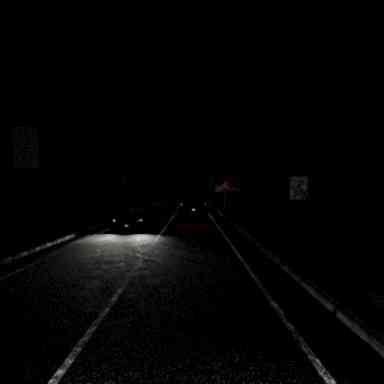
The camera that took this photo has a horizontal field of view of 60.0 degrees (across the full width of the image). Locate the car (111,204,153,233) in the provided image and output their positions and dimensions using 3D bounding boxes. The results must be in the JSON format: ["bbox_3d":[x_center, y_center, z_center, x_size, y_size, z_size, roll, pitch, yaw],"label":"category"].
[{"bbox_3d":[-3.358,1.450,19.387,1.812,1.442,4.674,0,0,0],"label":"car"}]

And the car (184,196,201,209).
[{"bbox_3d":[0.108,1.244,41.356,1.994,1.385,4.181,0,1,0],"label":"car"}]

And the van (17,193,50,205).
[{"bbox_3d":[-21.998,1.099,46.078,4.442,1.987,1.878,0,0,0],"label":"van"}]

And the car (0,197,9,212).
[{"bbox_3d":[-22.097,1.361,34.979,4.892,1.521,2.231,0,0,0],"label":"car"}]

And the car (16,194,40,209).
[{"bbox_3d":[-21.923,1.339,40.528,5.366,1.575,1.946,0,0,0],"label":"car"}]

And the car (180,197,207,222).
[{"bbox_3d":[0.105,1.314,24.952,2.033,1.649,4.856,0,-1,0],"label":"car"}]

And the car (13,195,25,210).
[{"bbox_3d":[-22.135,1.380,37.754,4.792,1.488,2.163,0,0,0],"label":"car"}]

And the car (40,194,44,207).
[{"bbox_3d":[-22.142,1.363,43.306,4.792,1.488,2.163,0,0,0],"label":"car"}]
